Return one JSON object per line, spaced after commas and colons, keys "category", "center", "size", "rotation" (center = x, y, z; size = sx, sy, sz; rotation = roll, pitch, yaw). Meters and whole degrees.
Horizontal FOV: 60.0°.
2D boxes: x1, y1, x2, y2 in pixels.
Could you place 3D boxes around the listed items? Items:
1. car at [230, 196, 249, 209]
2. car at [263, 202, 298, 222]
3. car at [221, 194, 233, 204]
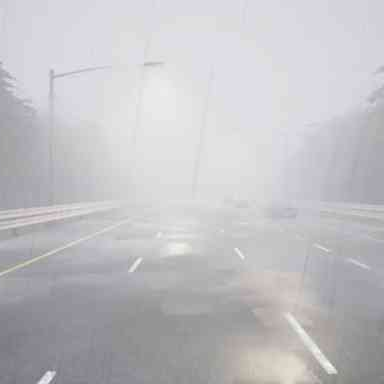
{"category": "car", "center": [7.133, 1.681, 48.796], "size": [1.994, 1.385, 4.181], "rotation": [0, 0, 0]}
{"category": "car", "center": [7.040, 1.542, 26.842], "size": [2.128, 1.511, 4.902], "rotation": [0, 0, 0]}
{"category": "car", "center": [7.250, 1.398, 67.376], "size": [2.150, 2.045, 5.566], "rotation": [0, 0, 0]}
